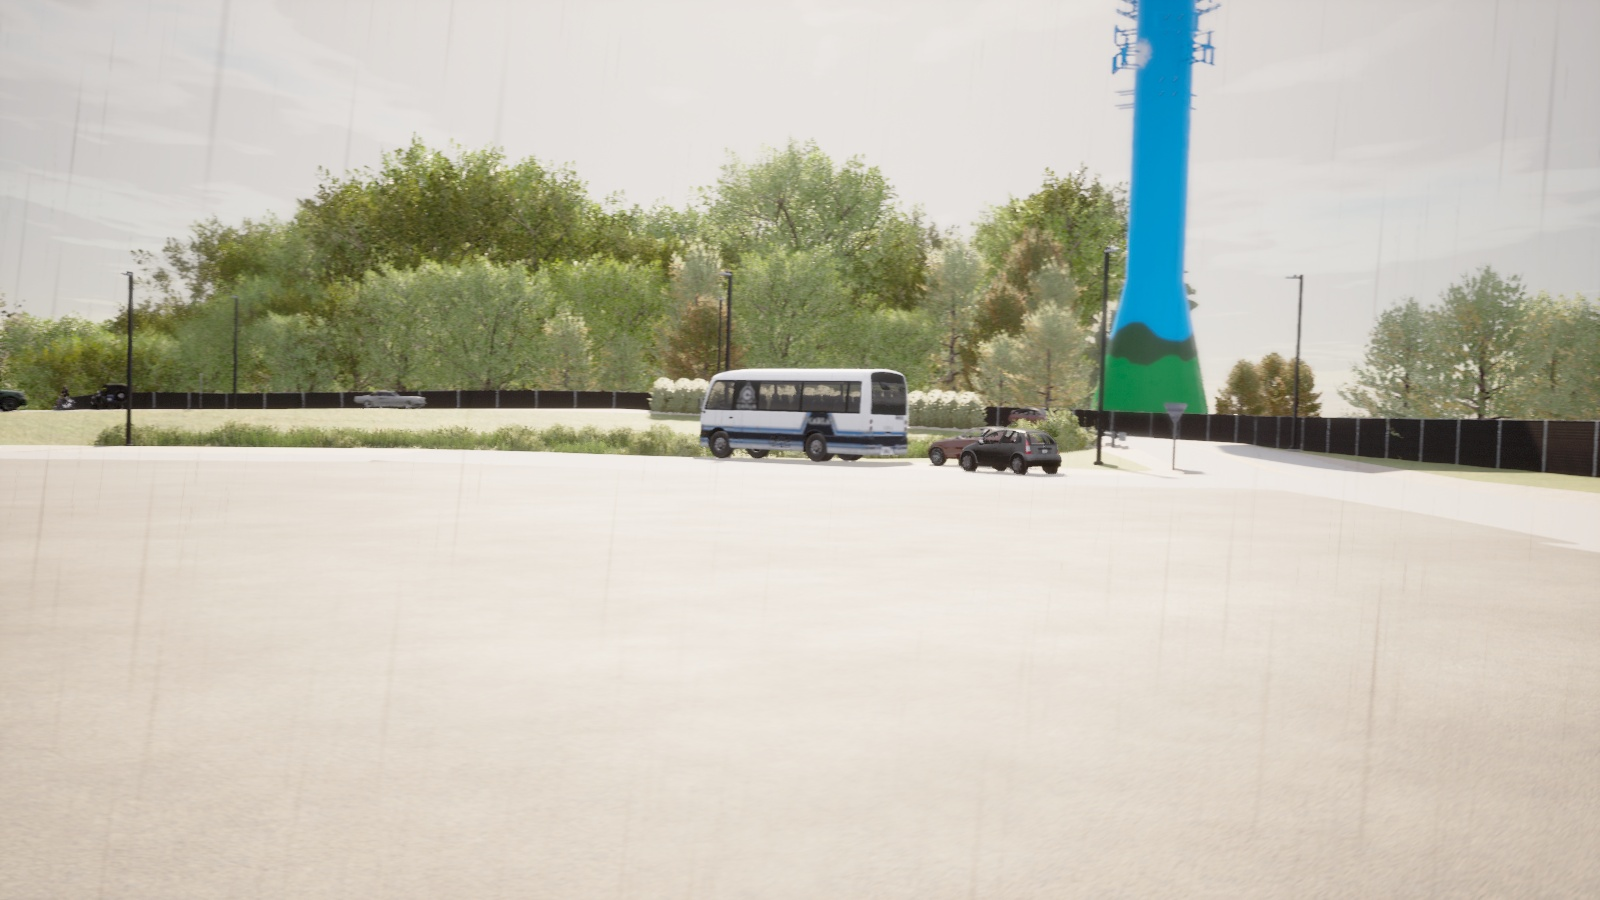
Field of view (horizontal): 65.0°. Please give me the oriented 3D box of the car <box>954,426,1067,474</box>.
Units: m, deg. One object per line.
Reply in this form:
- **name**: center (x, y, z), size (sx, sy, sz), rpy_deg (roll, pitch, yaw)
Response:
- **car**: center (7.574, -0.045, 45.519), size (1.851, 1.617, 3.988), rpy_deg (-1, 2, -32)

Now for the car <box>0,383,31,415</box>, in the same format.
- **car**: center (-52.625, -3.223, 80.436), size (5.566, 2.045, 2.150), rpy_deg (-2, 3, -35)

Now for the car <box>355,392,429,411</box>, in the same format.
- **car**: center (-29.252, -3.471, 90.175), size (4.718, 1.301, 1.895), rpy_deg (1, 2, -2)

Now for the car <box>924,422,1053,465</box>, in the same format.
- **car**: center (7.618, -0.317, 51.149), size (2.152, 1.651, 5.027), rpy_deg (-1, 2, -40)

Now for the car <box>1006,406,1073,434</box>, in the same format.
- **car**: center (14.881, -1.868, 78.107), size (1.789, 1.549, 3.705), rpy_deg (0, 3, -40)

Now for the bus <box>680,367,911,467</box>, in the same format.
- **bus**: center (-0.370, -1.590, 57.744), size (10.273, 4.253, 3.944), rpy_deg (3, 2, 38)
